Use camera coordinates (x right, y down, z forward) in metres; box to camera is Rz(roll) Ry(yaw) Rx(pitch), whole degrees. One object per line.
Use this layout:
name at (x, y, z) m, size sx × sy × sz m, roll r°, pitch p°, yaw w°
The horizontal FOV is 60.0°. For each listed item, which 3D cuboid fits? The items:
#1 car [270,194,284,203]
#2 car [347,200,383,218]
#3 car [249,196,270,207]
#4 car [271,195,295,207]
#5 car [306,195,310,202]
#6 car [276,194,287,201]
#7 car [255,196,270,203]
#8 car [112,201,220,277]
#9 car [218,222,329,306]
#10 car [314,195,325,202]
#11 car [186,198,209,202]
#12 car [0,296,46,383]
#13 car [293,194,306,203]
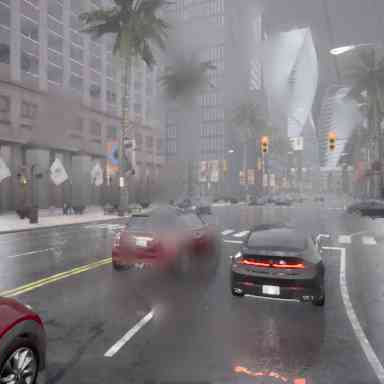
car at (15.779, 1.478, 63.859) m, size 1.882 × 1.535 × 5.008 m, roll 0°, pitch 0°, yaw 25°
car at (16.049, 1.505, 28.692) m, size 4.892 × 1.490 × 1.837 m, roll 0°, pitch 1°, yaw 44°
car at (10.285, 1.564, 52.044) m, size 1.994 × 1.385 × 4.181 m, roll 0°, pitch 0°, yaw 25°
car at (14.471, 1.547, 52.773) m, size 2.033 × 1.411 × 5.357 m, roll 0°, pitch 0°, yaw 25°
car at (27.074, 1.477, 79.911) m, size 1.882 × 1.535 × 5.008 m, roll 0°, pitch 0°, yaw 25°
car at (24.019, 1.354, 89.180) m, size 2.185 × 1.767 × 4.553 m, roll 0°, pitch 0°, yaw 24°
car at (14.795, 1.513, 69.282) m, size 2.161 × 1.482 × 4.786 m, roll 0°, pitch 0°, yaw 24°
car at (-0.533, 1.352, 10.591) m, size 2.097 × 1.767 × 4.553 m, roll 0°, pitch 0°, yaw 21°
car at (2.251, 1.505, 8.224) m, size 1.837 × 1.490 × 4.892 m, roll 0°, pitch 0°, yaw 20°
car at (29.720, 1.524, 77.281) m, size 1.812 × 1.442 × 4.674 m, roll 0°, pitch 0°, yaw 25°
car at (0.196, 1.352, 30.117) m, size 2.097 × 1.767 × 4.553 m, roll 0°, pitch 0°, yaw 25°
car at (-2.960, 1.352, 2.123) m, size 2.097 × 1.767 × 4.553 m, roll 0°, pitch 0°, yaw 7°
car at (20.881, 1.355, 66.501) m, size 2.097 × 1.767 × 4.553 m, roll 0°, pitch 0°, yaw 25°
